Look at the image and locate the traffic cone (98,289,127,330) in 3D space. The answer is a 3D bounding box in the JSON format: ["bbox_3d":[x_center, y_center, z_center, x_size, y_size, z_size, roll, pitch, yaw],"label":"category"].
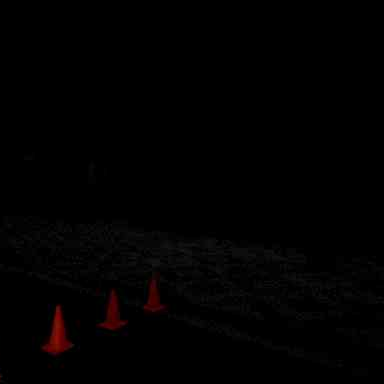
[{"bbox_3d":[-1.318,1.912,5.539,0.340,0.580,0.340,1,0,36],"label":"traffic cone"}]

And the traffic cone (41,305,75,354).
[{"bbox_3d":[-1.902,1.909,4.728,0.340,0.580,0.340,1,0,36],"label":"traffic cone"}]

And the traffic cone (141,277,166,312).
[{"bbox_3d":[-0.732,1.915,6.352,0.340,0.580,0.340,1,0,36],"label":"traffic cone"}]

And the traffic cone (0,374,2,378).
[{"bbox_3d":[-2.486,1.906,3.916,0.340,0.580,0.340,1,0,36],"label":"traffic cone"}]
